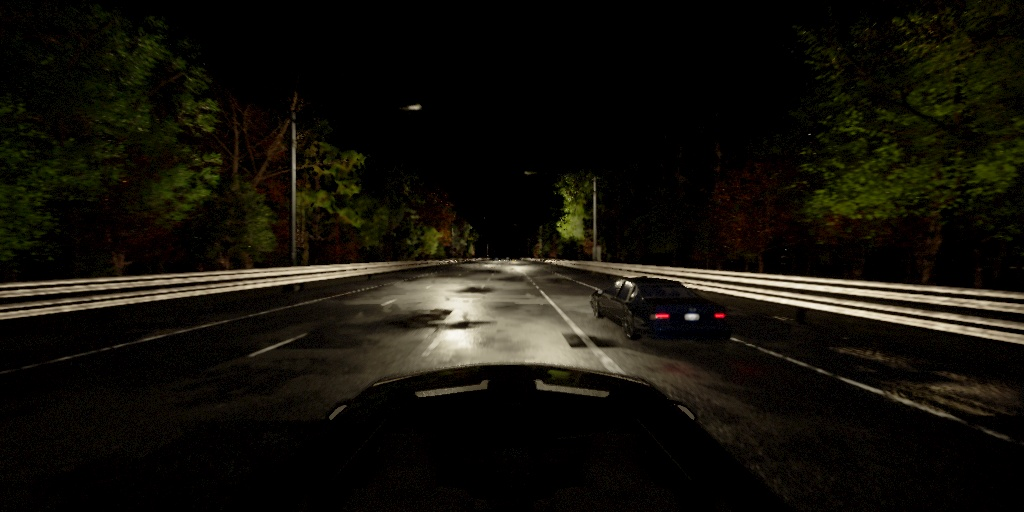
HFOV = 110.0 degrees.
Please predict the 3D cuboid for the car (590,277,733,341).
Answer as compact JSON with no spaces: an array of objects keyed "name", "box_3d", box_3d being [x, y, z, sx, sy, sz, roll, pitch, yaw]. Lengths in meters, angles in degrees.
[{"name":"car","box_3d":[3.624,1.293,9.829,2.033,1.411,5.357,0,0,-1]}]
